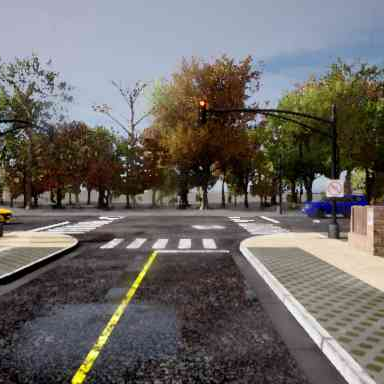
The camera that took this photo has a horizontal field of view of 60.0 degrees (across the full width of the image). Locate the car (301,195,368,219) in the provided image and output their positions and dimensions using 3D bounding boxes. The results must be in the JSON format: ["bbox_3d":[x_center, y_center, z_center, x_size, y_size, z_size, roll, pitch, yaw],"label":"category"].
[{"bbox_3d":[12.691,1.278,29.598,5.566,2.045,2.150,0,0,0],"label":"car"}]

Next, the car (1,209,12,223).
[{"bbox_3d":[-15.084,1.422,22.922,5.008,1.535,1.882,0,0,0],"label":"car"}]
